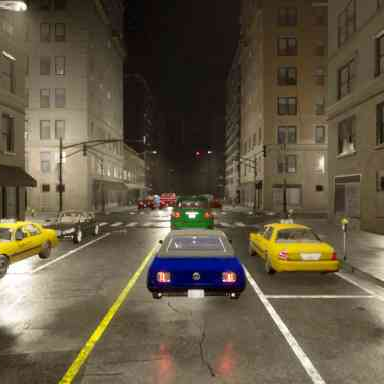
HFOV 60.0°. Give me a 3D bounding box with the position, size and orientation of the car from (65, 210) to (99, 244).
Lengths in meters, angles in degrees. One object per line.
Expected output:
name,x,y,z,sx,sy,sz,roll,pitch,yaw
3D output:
car,-5.660,1.552,15.687,2.008,1.369,4.403,0,0,0

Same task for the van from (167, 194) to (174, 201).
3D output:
van,-5.618,1.377,86.473,1.690,1.788,3.998,0,0,0

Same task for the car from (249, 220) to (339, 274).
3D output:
car,2.862,1.526,10.326,1.752,1.417,4.829,0,0,0

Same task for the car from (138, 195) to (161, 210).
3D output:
car,-5.645,1.328,42.462,2.192,1.841,5.009,0,0,0

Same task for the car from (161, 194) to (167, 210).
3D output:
car,-3.080,1.235,43.726,2.150,2.045,5.566,0,0,0

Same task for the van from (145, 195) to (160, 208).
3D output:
van,-5.641,1.357,47.962,1.690,1.788,3.998,0,0,0

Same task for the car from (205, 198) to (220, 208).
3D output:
car,2.885,1.582,47.957,1.947,1.339,4.313,0,0,0

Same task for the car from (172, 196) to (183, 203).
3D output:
car,-2.964,1.519,68.559,2.128,1.511,4.902,0,0,0

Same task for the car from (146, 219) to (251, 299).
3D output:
car,0.087,1.601,8.387,1.895,1.301,4.718,0,0,0

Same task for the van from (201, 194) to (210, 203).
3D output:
van,2.897,1.368,69.963,1.690,1.788,3.998,0,0,0

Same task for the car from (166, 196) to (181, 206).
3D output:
car,-3.055,1.512,55.092,2.128,1.511,4.902,0,0,0

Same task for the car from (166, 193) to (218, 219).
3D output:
car,0.011,1.224,18.153,2.150,2.045,5.566,0,0,0

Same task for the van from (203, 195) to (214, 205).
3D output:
van,2.891,1.363,58.960,1.690,1.788,3.998,0,0,0

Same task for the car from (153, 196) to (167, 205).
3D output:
car,-5.635,1.462,58.965,1.967,1.590,4.097,0,0,0

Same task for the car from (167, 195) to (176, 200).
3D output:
car,-5.615,1.591,91.973,2.008,1.369,4.403,0,0,0

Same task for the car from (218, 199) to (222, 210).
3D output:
car,2.881,1.557,42.456,1.887,1.381,4.507,0,0,0

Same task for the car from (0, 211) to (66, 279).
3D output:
car,-5.663,1.526,9.992,1.752,1.417,4.829,0,0,0
